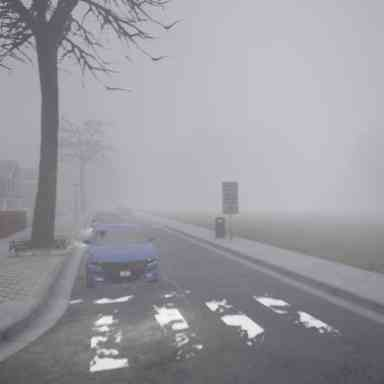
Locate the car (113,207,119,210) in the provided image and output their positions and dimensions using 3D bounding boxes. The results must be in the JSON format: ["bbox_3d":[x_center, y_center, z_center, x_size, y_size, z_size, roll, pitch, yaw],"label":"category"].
[{"bbox_3d":[-8.439,2.464,32.322,1.895,1.301,4.718,0,-1,-16],"label":"car"}]

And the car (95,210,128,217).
[{"bbox_3d":[-5.346,2.101,21.336,1.812,1.442,4.674,0,-2,-16],"label":"car"}]

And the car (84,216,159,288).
[{"bbox_3d":[-2.285,1.767,10.461,1.882,1.535,5.008,0,-1,-16],"label":"car"}]

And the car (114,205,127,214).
[{"bbox_3d":[-12.303,2.966,56.818,1.837,1.490,4.892,0,-1,-16],"label":"car"}]

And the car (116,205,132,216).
[{"bbox_3d":[-9.580,2.778,47.140,1.994,1.385,4.181,0,-1,-14],"label":"car"}]
